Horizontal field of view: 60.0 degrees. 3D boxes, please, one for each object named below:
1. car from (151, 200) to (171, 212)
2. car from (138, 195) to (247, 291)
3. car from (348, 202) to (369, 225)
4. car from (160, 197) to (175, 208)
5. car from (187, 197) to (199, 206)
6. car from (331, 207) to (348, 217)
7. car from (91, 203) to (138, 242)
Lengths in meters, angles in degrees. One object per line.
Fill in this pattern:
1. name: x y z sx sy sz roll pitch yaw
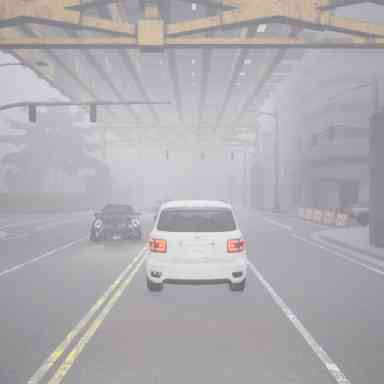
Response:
1. car: -3.567 1.601 39.116 1.895 1.301 4.718 0 0 0
2. car: 0.086 1.221 9.111 2.150 2.045 5.566 0 0 0
3. car: 13.279 1.453 22.155 4.974 1.542 2.038 0 0 -20
4. car: -3.551 1.526 49.064 1.812 1.442 4.674 0 0 0
5. car: 0.145 1.525 55.658 1.812 1.442 4.674 0 0 0
6. car: 13.656 1.295 26.292 4.536 1.218 1.853 0 0 25
7. car: -3.597 1.352 16.304 2.097 1.767 4.553 0 0 -11
